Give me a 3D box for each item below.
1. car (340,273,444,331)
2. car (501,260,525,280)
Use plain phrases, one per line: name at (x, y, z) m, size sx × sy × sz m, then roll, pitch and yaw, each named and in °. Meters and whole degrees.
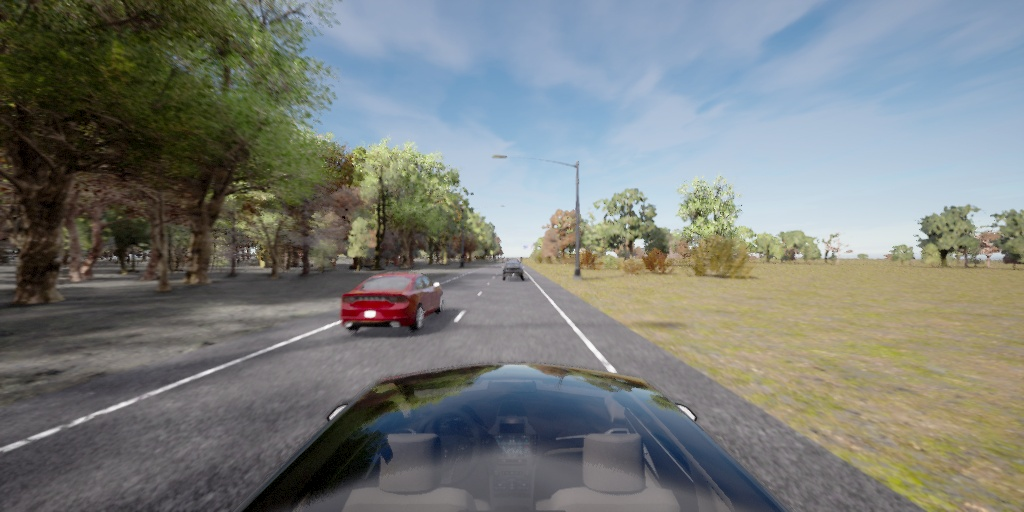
car at (-3.398, 1.244, 11.076) m, size 1.882 × 1.535 × 5.008 m, roll 0°, pitch 0°, yaw 0°
car at (0.110, 1.306, 31.910) m, size 1.837 × 1.490 × 4.892 m, roll 0°, pitch 0°, yaw 0°
